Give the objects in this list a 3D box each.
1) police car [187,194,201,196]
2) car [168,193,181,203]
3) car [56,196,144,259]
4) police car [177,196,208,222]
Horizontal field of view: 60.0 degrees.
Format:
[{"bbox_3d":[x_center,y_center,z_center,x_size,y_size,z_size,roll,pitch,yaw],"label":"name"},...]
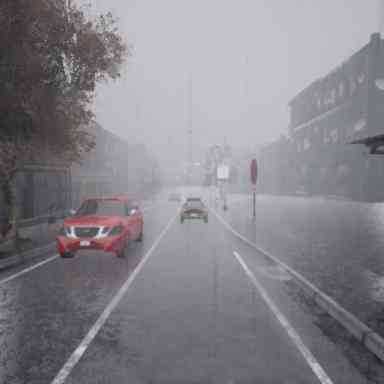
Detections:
[{"bbox_3d":[0.250,1.038,43.288,1.930,1.638,5.238,0,1,0],"label":"police car"},{"bbox_3d":[-2.823,0.964,55.117,1.837,1.490,4.892,0,1,1],"label":"car"},{"bbox_3d":[-3.206,1.180,12.817,2.150,2.045,5.566,0,0,0],"label":"car"},{"bbox_3d":[0.150,1.354,24.856,2.038,1.542,4.974,0,1,0],"label":"police car"}]
